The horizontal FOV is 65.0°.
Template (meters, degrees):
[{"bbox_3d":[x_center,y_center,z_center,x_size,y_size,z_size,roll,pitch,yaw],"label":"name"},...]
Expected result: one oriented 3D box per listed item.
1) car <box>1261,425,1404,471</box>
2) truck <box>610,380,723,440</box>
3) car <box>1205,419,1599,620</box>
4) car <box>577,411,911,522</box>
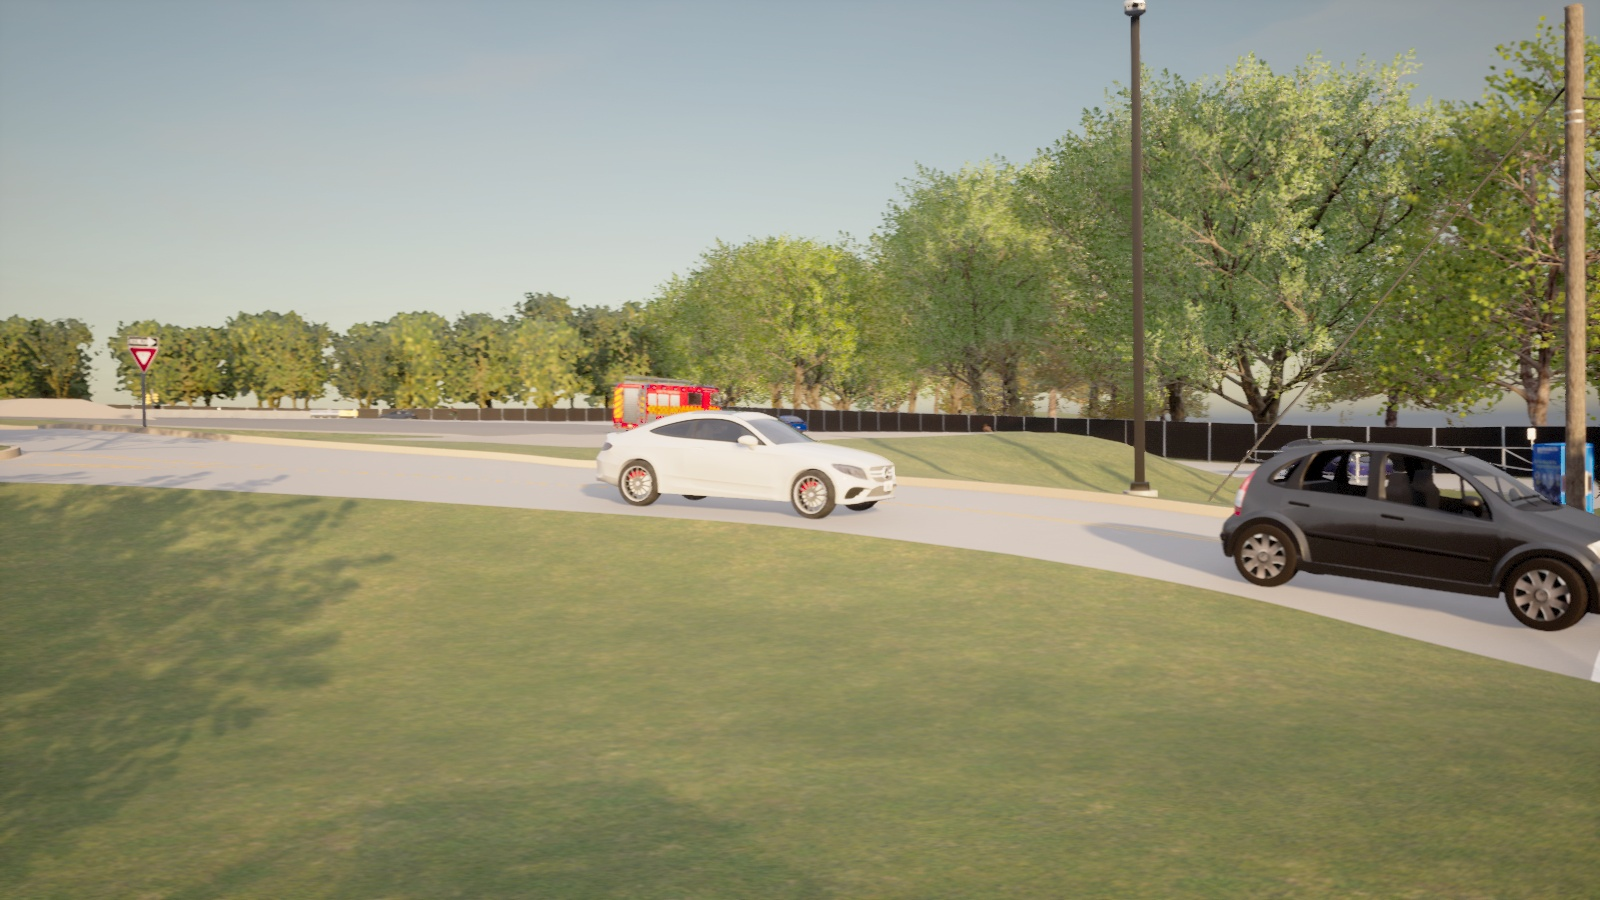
[{"bbox_3d":[19.407,-0.116,45.984,2.163,1.488,4.792,-3,2,-18],"label":"car"},{"bbox_3d":[-8.844,-2.668,84.623,2.891,3.827,8.468,2,2,32],"label":"truck"},{"bbox_3d":[6.625,0.589,13.269,3.988,1.617,1.851,5,6,43],"label":"car"},{"bbox_3d":[-0.860,0.166,18.762,4.674,1.442,1.812,1,3,25],"label":"car"}]
